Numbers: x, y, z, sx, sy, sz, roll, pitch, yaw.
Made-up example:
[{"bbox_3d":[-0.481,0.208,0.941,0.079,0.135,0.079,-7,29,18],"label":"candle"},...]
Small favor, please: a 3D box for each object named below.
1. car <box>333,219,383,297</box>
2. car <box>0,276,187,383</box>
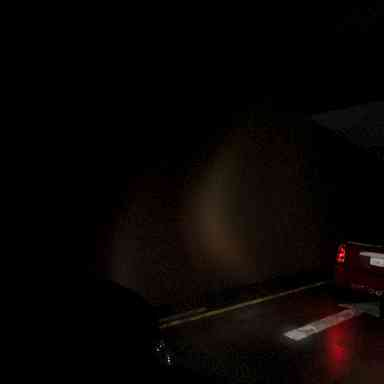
[{"bbox_3d":[5.270,1.352,7.540,4.553,1.767,2.097,0,0,-35],"label":"car"},{"bbox_3d":[-2.705,1.222,1.856,5.566,2.045,2.150,0,0,-35],"label":"car"}]
